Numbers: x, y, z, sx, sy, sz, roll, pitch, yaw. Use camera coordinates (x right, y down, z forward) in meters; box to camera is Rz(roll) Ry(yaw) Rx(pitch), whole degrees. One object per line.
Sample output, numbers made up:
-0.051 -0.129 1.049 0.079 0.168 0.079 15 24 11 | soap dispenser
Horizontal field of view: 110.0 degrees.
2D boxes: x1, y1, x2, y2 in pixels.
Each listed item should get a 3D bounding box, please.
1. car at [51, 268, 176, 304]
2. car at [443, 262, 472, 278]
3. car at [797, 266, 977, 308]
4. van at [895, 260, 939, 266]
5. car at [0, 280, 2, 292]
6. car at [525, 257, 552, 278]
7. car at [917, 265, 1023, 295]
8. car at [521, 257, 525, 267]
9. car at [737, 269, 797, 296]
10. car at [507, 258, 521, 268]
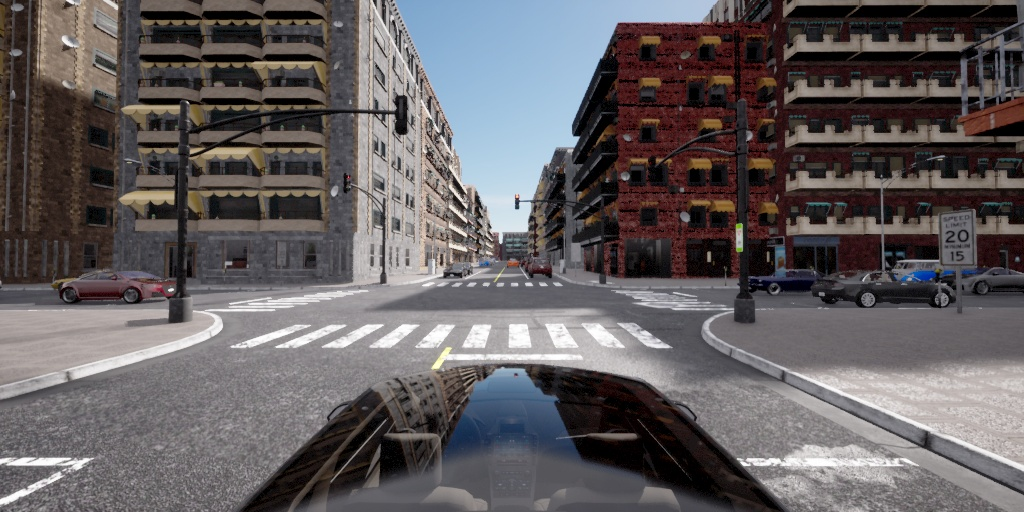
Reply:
-17.188 1.340 15.984 4.181 1.385 1.994 0 -1 0 | car
-5.271 1.328 33.661 1.948 1.339 4.313 0 0 0 | car
13.761 1.185 13.387 4.403 1.370 2.007 0 0 0 | car
24.929 1.115 21.224 3.998 1.789 1.690 0 0 0 | van
-26.677 1.027 16.026 5.566 2.045 2.150 0 -1 0 | car
2.610 1.077 33.695 2.192 1.841 5.009 0 0 0 | car
24.580 1.287 18.777 4.181 1.385 1.994 0 -1 0 | car
2.625 1.086 44.819 2.192 1.841 5.009 0 0 0 | car
14.575 1.347 18.812 4.718 1.301 1.895 0 -1 -2 | car
0.181 1.176 63.729 2.097 1.767 4.553 0 0 0 | car
